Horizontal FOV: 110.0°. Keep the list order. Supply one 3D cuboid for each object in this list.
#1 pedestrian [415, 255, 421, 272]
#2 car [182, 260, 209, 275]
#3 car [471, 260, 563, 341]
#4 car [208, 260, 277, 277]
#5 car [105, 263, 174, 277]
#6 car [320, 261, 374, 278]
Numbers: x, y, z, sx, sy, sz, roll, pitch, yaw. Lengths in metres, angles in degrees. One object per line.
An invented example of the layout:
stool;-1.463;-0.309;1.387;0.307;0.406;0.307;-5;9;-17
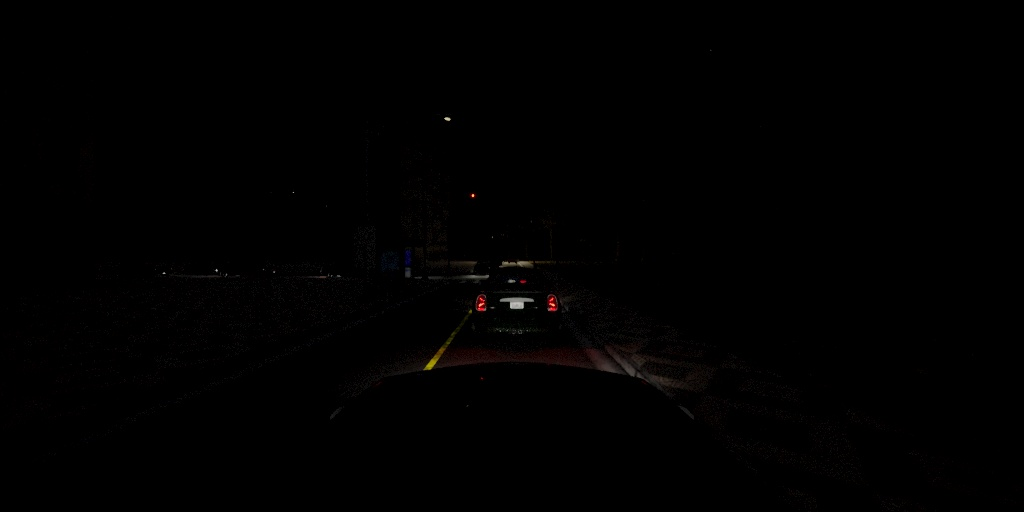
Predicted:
pedestrian;-9.980;0.800;38.122;0.375;1.860;0.375;0;0;2
car;-29.965;1.119;35.653;4.902;1.511;2.128;0;0;2
car;0.114;1.099;9.972;2.097;1.767;4.553;0;0;0
car;-23.825;1.166;32.278;4.902;1.511;2.128;0;1;2
car;-33.723;1.248;32.563;4.718;1.301;1.895;0;0;2
car;-14.453;1.192;32.014;4.902;1.511;2.128;0;1;2
